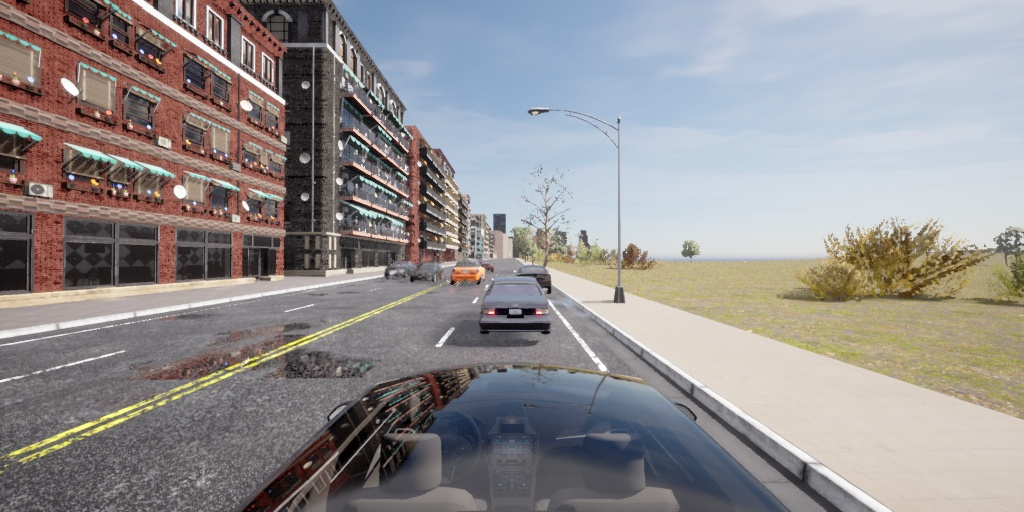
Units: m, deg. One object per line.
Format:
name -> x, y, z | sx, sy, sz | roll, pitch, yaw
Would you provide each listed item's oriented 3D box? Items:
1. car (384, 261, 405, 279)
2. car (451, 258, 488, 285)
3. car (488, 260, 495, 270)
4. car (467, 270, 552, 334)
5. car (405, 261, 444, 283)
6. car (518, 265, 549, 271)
car -> -9.879, 1.243, 32.075 | 2.128, 1.511, 4.902 | 0, 0, 0
car -> -3.174, 1.105, 26.565 | 2.097, 1.767, 4.553 | 0, 0, 0
car -> -3.191, 1.277, 45.263 | 1.812, 1.442, 4.674 | 0, 0, 0
car -> 0.094, 1.299, 10.564 | 2.033, 1.411, 5.357 | 0, 0, 0
car -> -6.626, 1.257, 28.201 | 1.837, 1.490, 4.892 | 0, 0, 0
car -> 1.119, 1.230, 20.327 | 1.882, 1.535, 5.008 | 0, 0, 0
